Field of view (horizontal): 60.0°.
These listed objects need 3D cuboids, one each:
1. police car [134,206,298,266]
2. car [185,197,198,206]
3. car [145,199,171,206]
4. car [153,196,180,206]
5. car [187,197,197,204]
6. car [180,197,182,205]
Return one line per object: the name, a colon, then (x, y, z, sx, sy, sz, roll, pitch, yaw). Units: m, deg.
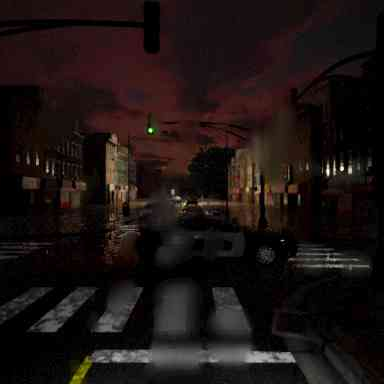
police car: (0.753, 1.438, 11.022, 5.238, 1.638, 1.930, 0, 0, 0)
car: (-0.013, 1.540, 55.498, 1.837, 1.490, 4.892, 0, 0, 0)
car: (-2.853, 1.530, 25.226, 1.812, 1.442, 4.674, 0, 0, 0)
car: (-2.857, 1.500, 37.400, 2.128, 1.511, 4.902, 0, 0, 0)
car: (-0.015, 1.616, 65.914, 1.994, 1.385, 4.181, 0, 0, 0)
car: (-2.770, 1.534, 59.356, 2.128, 1.511, 4.902, 0, 0, 0)
